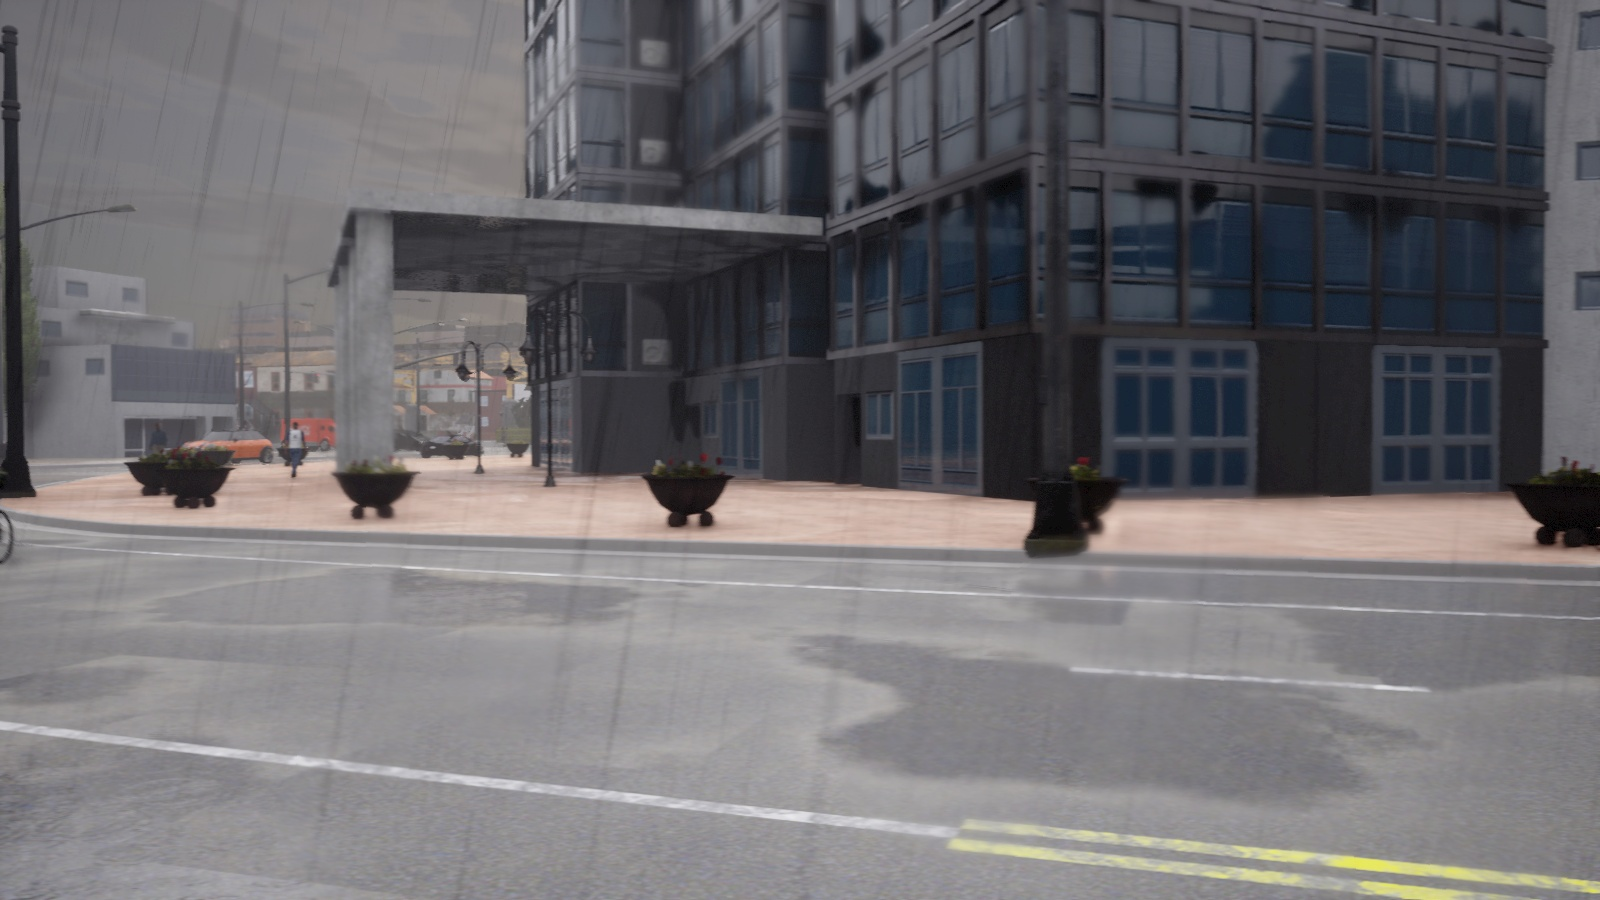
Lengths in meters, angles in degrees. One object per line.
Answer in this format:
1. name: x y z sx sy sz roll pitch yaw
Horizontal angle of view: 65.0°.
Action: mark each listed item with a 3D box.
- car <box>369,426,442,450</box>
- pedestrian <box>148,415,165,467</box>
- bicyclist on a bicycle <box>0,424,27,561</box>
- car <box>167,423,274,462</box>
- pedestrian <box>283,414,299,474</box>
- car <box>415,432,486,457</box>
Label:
1. car: -28.579 -0.907 91.048 4.611 1.667 2.242 1 1 18
2. pedestrian: -22.717 -0.321 44.312 0.370 1.835 0.726 0 1 -13
3. bicyclist on a bicycle: -10.171 0.495 15.261 1.656 1.620 0.582 0 0 29
4. car: -27.645 -0.387 60.066 2.097 1.767 4.553 1 1 18
5. pedestrian: -15.967 -0.192 39.384 0.354 1.836 0.706 0 1 -13
6. car: -20.024 -0.348 72.108 1.994 1.385 4.181 1 1 18
